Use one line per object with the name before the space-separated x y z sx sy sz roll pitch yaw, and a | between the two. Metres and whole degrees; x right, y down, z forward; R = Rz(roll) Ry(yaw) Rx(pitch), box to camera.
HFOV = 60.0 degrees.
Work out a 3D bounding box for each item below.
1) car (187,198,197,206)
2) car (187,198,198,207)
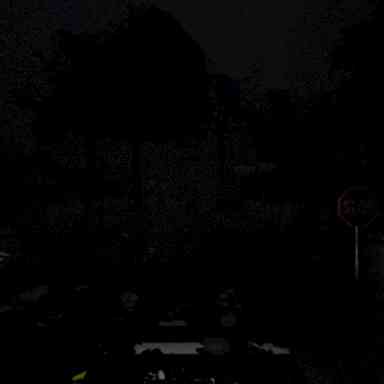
car | -0.022 1.937 66.962 1.837 1.490 4.892 0 -1 0
car | 0.075 1.878 57.083 1.994 1.385 4.181 0 -1 0
